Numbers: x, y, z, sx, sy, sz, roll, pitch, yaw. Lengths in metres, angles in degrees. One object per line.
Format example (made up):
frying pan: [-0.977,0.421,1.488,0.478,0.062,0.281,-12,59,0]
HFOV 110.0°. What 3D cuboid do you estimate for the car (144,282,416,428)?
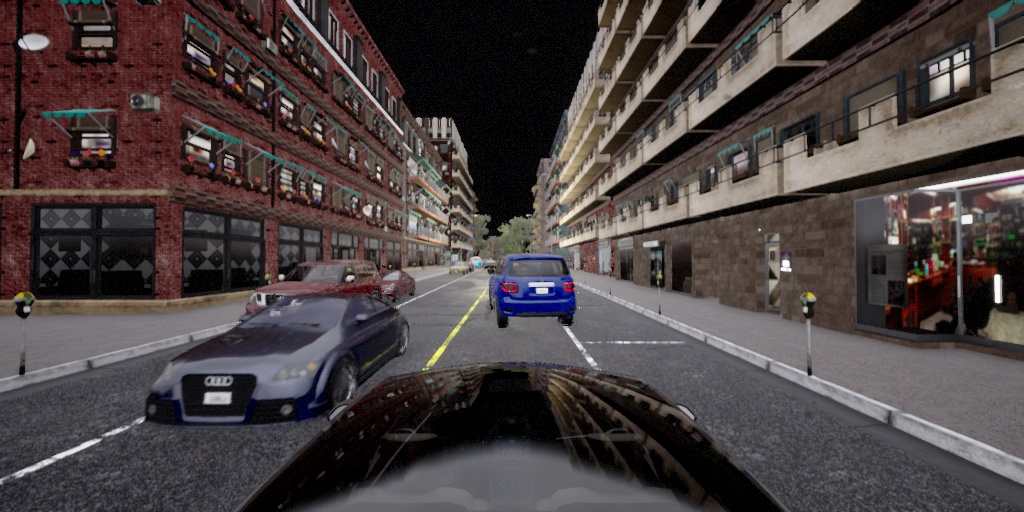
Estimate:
car: [-3.101,1.312,5.771,1.994,1.385,4.181,0,0,0]

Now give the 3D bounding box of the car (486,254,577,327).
car: [0.451,0.967,11.728,2.150,2.045,5.566,0,0,-7]

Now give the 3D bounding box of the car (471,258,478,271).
car: [-5.697,1.297,44.563,1.948,1.339,4.313,0,0,0]

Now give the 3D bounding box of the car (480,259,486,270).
car: [-3.009,1.279,52.295,2.033,1.411,5.357,0,0,0]

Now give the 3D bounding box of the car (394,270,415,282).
car: [-5.691,1.325,16.707,1.802,1.307,4.207,0,0,0]

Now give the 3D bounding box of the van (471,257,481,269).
van: [-5.700,1.067,55.705,1.690,1.789,3.998,0,0,0]

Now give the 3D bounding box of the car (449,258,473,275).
car: [-5.696,1.259,38.821,1.751,1.417,4.829,0,0,0]

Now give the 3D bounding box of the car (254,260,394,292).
car: [-5.691,1.060,11.136,2.192,1.841,5.009,0,0,0]
